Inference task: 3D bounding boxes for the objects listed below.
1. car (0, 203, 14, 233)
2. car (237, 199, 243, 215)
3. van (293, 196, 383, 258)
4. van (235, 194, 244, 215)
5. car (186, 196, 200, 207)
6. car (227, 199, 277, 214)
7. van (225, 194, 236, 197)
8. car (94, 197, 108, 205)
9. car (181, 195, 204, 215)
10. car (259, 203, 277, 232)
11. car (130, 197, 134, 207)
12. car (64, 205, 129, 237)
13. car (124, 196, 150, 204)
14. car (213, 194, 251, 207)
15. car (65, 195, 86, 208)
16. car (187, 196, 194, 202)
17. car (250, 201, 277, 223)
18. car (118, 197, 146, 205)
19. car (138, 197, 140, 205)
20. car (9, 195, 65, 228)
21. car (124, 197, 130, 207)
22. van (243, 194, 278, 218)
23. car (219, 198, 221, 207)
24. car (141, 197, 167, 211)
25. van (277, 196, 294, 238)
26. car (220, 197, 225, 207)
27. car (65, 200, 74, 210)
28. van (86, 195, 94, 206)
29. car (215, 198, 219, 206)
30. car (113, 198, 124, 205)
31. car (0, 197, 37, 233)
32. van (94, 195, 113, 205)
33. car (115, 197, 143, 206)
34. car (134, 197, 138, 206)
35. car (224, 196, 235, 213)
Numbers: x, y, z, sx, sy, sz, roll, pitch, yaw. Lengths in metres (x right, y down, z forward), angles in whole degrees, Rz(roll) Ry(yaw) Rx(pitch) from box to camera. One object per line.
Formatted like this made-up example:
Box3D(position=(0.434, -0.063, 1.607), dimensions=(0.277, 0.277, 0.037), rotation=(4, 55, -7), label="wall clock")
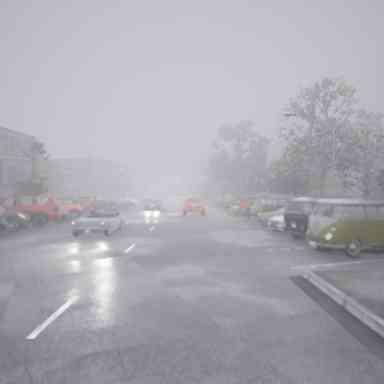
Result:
Box3D(position=(-11.376, 1.491, 15.565), dimensions=(4.892, 1.521, 2.231), rotation=(-1, 0, -20), label="car")
Box3D(position=(6.453, 1.552, 27.195), dimensions=(4.674, 1.452, 2.002), rotation=(1, 0, -20), label="car")
Box3D(position=(6.317, 1.262, 12.427), dimensions=(4.442, 1.987, 1.878), rotation=(1, 0, -20), label="van")
Box3D(position=(6.575, 1.297, 30.179), dimensions=(4.442, 1.987, 1.878), rotation=(1, 0, -20), label="van")
Box3D(position=(0.204, 1.497, 53.885), dimensions=(2.097, 1.767, 4.553), rotation=(0, 0, 1), label="car")
Box3D(position=(6.469, 1.543, 36.025), dimensions=(4.892, 1.521, 2.231), rotation=(1, -1, -20), label="car")
Box3D(position=(6.592, 1.331, 39.015), dimensions=(4.442, 1.987, 1.878), rotation=(1, -1, -20), label="van")
Box3D(position=(-11.337, 1.530, 33.165), dimensions=(5.008, 1.535, 2.097), rotation=(-1, 0, -20), label="car")
Box3D(position=(0.178, 1.404, 35.074), dimensions=(2.097, 1.767, 4.553), rotation=(0, 0, 0), label="car")
Box3D(position=(6.442, 1.534, 18.356), dimensions=(4.674, 1.452, 2.002), rotation=(1, 0, -20), label="car")
Box3D(position=(-11.282, 1.628, 47.846), dimensions=(4.792, 1.488, 2.163), rotation=(-1, -1, -20), label="car")
Box3D(position=(-5.060, 1.609, 18.345), dimensions=(1.895, 1.301, 4.718), rotation=(0, 0, 0), label="car")
Box3D(position=(-11.260, 1.708, 68.367), dimensions=(4.892, 1.521, 2.231), rotation=(-1, 0, -20), label="car")
Box3D(position=(6.496, 1.378, 53.678), dimensions=(5.566, 2.045, 2.435), rotation=(1, 0, -20), label="car")
Box3D(position=(-11.329, 1.385, 27.307), dimensions=(4.553, 1.767, 2.185), rotation=(-1, 0, -20), label="car")
Box3D(position=(-0.446, 1.928, 92.081), dimensions=(2.097, 1.535, 5.008), rotation=(0, -1, -1), label="car")
Box3D(position=(6.446, 1.540, 21.301), dimensions=(4.674, 1.452, 2.002), rotation=(1, 0, -20), label="car")
Box3D(position=(-11.283, 1.677, 62.504), dimensions=(4.892, 1.521, 2.231), rotation=(-1, -1, -20), label="car")
Box3D(position=(-11.298, 1.670, 53.702), dimensions=(4.674, 1.452, 2.002), rotation=(-1, -1, -20), label="car")
Box3D(position=(-11.399, 1.248, 21.420), dimensions=(5.566, 2.045, 2.435), rotation=(-1, 0, -20), label="car")
Box3D(position=(-11.323, 1.584, 44.900), dimensions=(4.892, 1.521, 2.231), rotation=(-1, -1, -20), label="car")
Box3D(position=(6.346, 1.278, 24.203), dimensions=(4.442, 1.987, 1.878), rotation=(1, 0, -20), label="van")
Box3D(position=(6.471, 1.457, 44.848), dimensions=(4.553, 1.767, 2.185), rotation=(1, -1, -20), label="car")
Box3D(position=(-4.918, 1.582, 43.212), dimensions=(2.128, 1.511, 4.902), rotation=(0, 0, 0), label="car")
Box3D(position=(6.541, 1.268, 15.460), dimensions=(4.442, 1.987, 1.878), rotation=(1, 0, -20), label="van")
Box3D(position=(6.518, 1.599, 41.924), dimensions=(4.792, 1.488, 2.163), rotation=(1, -1, -20), label="car")
Box3D(position=(-11.365, 1.545, 24.368), dimensions=(4.674, 1.452, 2.002), rotation=(-1, 0, -20), label="car")
Box3D(position=(-11.461, 1.296, 30.189), dimensions=(4.442, 1.987, 1.878), rotation=(-1, 0, -20), label="van")
Box3D(position=(6.537, 1.644, 50.759), dimensions=(4.792, 1.488, 2.163), rotation=(1, -1, -20), label="car")
Box3D(position=(-11.355, 1.443, 41.960), dimensions=(4.553, 1.767, 2.185), rotation=(-1, -1, -20), label="car")
Box3D(position=(-11.412, 1.368, 18.497), dimensions=(4.553, 1.767, 2.185), rotation=(-1, 0, -20), label="car")
Box3D(position=(-11.232, 1.314, 36.144), dimensions=(4.442, 1.987, 1.878), rotation=(-1, 0, -20), label="van")
Box3D(position=(-11.285, 1.700, 59.571), dimensions=(4.674, 1.452, 2.002), rotation=(-1, -1, -20), label="car")
Box3D(position=(-11.313, 1.615, 50.772), dimensions=(4.892, 1.521, 2.231), rotation=(-1, -1, -20), label="car")
Box3D(position=(6.297, 1.526, 33.015), dimensions=(5.366, 1.575, 1.946), rotation=(1, 0, -20), label="car")
